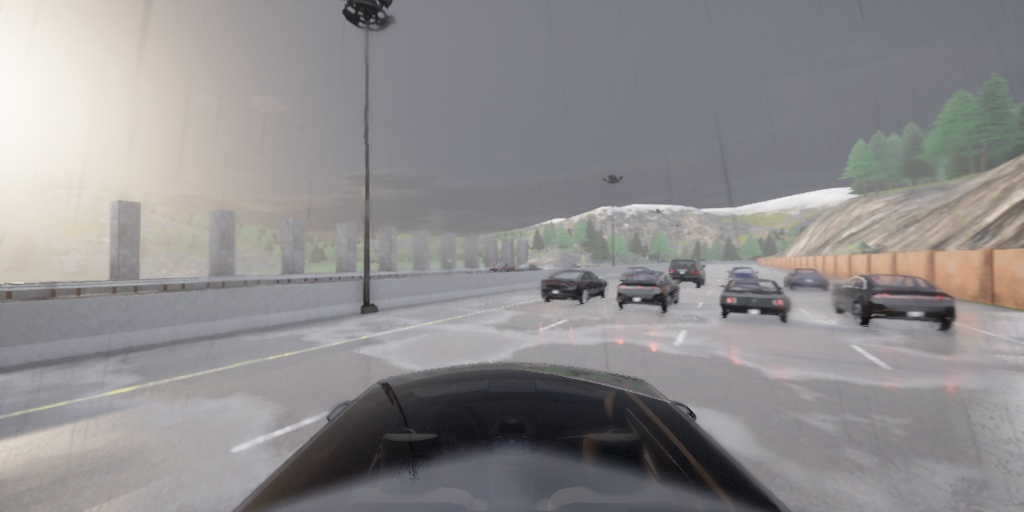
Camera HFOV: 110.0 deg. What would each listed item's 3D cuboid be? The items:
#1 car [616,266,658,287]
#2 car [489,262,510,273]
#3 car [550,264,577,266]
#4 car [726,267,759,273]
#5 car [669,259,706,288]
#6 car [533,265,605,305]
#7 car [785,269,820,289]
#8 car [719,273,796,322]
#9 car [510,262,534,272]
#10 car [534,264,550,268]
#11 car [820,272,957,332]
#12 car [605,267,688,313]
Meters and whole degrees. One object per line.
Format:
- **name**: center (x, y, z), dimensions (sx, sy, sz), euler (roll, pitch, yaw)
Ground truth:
- **car**: center (10.074, 1.570, 28.627), dimensions (2.033, 1.411, 5.357), euler (0, -1, 32)
- **car**: center (-1.314, 1.628, 50.245), dimensions (2.097, 1.767, 4.553), euler (-1, -1, 32)
- **car**: center (6.861, 1.689, 43.487), dimensions (1.837, 1.490, 4.892), euler (0, 0, 32)
- **car**: center (16.761, 1.508, 26.092), dimensions (1.812, 1.442, 4.674), euler (-1, -1, 32)
- **car**: center (13.070, 1.222, 26.820), dimensions (2.150, 2.045, 5.566), euler (-1, 0, 32)
- **car**: center (3.166, 1.391, 17.417), dimensions (1.882, 1.535, 5.008), euler (-1, 0, 32)
- **car**: center (19.556, 1.519, 23.966), dimensions (1.994, 1.385, 4.181), euler (-1, -1, 33)
- **car**: center (8.640, 1.457, 12.972), dimensions (1.895, 1.301, 4.718), euler (0, -1, 32)
- **car**: center (2.074, 1.783, 49.064), dimensions (1.812, 1.442, 4.674), euler (0, 0, 33)
- **car**: center (5.205, 1.760, 47.491), dimensions (1.812, 1.442, 4.674), euler (0, 0, 34)
- **car**: center (11.788, 1.326, 11.404), dimensions (2.128, 1.511, 4.902), euler (0, -1, 32)
- **car**: center (5.776, 1.376, 14.991), dimensions (2.128, 1.511, 4.902), euler (0, -1, 32)
